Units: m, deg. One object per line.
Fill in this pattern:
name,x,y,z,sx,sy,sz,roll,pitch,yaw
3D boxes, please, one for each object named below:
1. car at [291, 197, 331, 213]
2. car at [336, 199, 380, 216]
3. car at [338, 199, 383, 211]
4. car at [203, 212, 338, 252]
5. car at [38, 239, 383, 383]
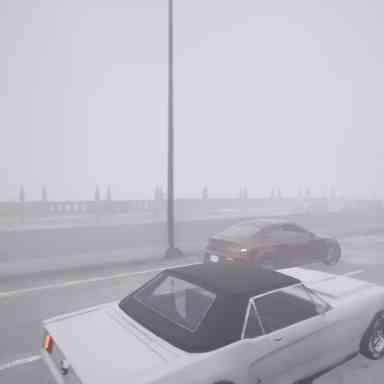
car,12.232,1.352,34.192,4.553,1.767,2.097,0,0,-35
car,16.451,1.506,32.891,4.892,1.490,1.837,0,0,-35
car,13.702,1.352,26.656,4.553,1.767,2.097,0,0,-35
car,2.442,1.526,9.791,4.674,1.442,1.812,0,0,-36
car,0.743,1.601,4.277,4.718,1.301,1.895,0,0,-36
